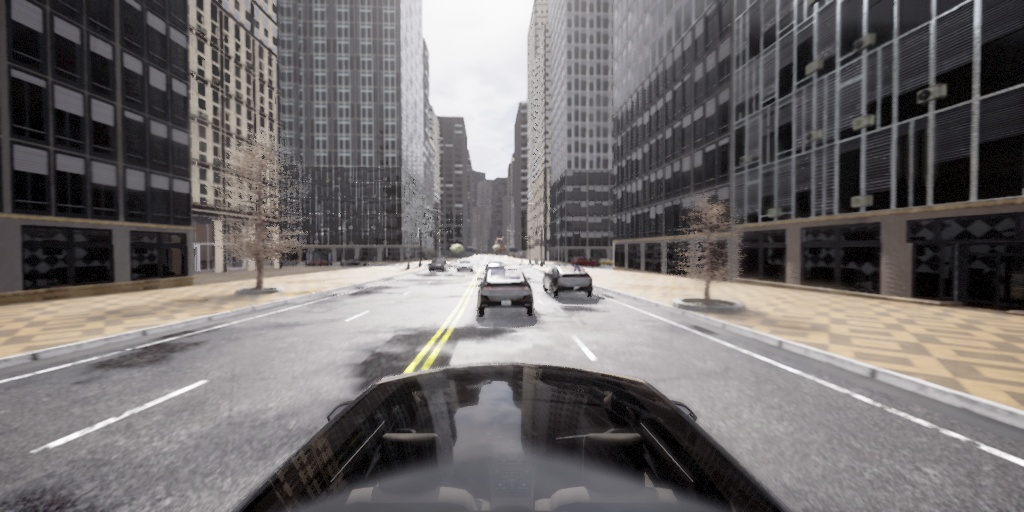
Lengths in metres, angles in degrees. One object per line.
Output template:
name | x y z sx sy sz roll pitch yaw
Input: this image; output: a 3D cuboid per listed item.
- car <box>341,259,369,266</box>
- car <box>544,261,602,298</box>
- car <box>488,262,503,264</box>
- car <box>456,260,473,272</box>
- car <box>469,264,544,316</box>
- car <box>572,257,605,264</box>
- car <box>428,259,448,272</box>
car | -26.177 1.111 59.608 4.313 1.339 1.948 0 0 -3
car | 2.694 1.190 18.167 2.128 1.511 4.902 0 0 -3
car | -1.512 1.218 33.005 2.033 1.411 5.357 0 0 -4
car | -5.642 1.177 43.368 1.812 1.442 4.674 0 0 -3
car | -0.291 1.214 13.354 2.128 1.511 4.902 0 0 -3
car | 12.697 1.059 61.686 5.009 1.841 2.192 0 0 -3
car | -8.894 1.171 43.330 1.837 1.490 4.892 0 0 -4
